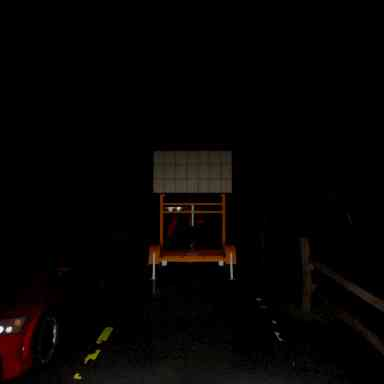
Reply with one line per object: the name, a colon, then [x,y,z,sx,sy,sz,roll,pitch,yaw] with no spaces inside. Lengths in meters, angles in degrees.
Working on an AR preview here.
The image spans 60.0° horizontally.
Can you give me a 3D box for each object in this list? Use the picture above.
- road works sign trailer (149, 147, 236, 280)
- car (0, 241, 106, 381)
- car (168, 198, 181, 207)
road works sign trailer: [0.021,0.463,9.901,2.380,3.560,2.880,0,0,0]
car: [-2.835,1.563,5.538,1.994,1.385,4.181,0,0,0]
car: [-2.638,1.618,51.356,2.033,1.411,5.357,0,0,0]
